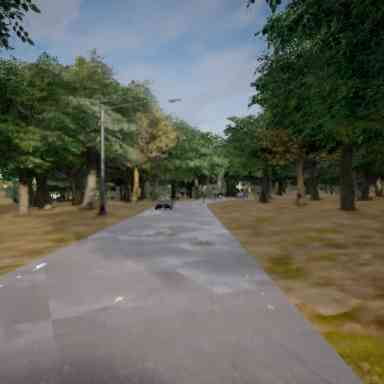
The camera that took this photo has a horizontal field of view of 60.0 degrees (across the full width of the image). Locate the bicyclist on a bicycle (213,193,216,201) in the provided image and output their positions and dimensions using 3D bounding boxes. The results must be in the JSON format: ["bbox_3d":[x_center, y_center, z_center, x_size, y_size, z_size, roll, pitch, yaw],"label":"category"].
[{"bbox_3d":[4.486,1.015,65.431,0.582,1.620,1.656,0,0,21],"label":"bicyclist on a bicycle"}]

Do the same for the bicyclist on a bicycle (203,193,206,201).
[{"bbox_3d":[2.153,1.082,57.107,0.582,1.620,1.656,0,0,12],"label":"bicyclist on a bicycle"}]

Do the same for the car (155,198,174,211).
[{"bbox_3d":[-3.090,1.385,37.448,1.895,1.301,4.718,0,0,0],"label":"car"}]

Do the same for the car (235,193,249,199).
[{"bbox_3d":[12.351,0.922,81.979,1.994,1.385,4.181,1,1,38],"label":"car"}]

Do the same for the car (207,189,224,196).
[{"bbox_3d":[5.483,0.381,76.985,2.150,2.045,5.566,0,1,29],"label":"car"}]

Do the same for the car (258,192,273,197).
[{"bbox_3d":[19.926,0.733,90.386,4.902,1.511,2.128,-1,1,-39],"label":"car"}]
